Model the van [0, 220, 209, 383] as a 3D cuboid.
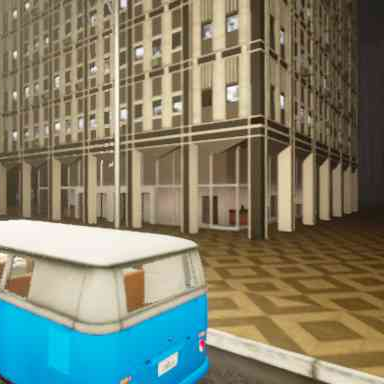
[{"bbox_3d":[-1.723,1.319,4.113,3.998,1.788,1.690,0,0,35],"label":"van"}]
